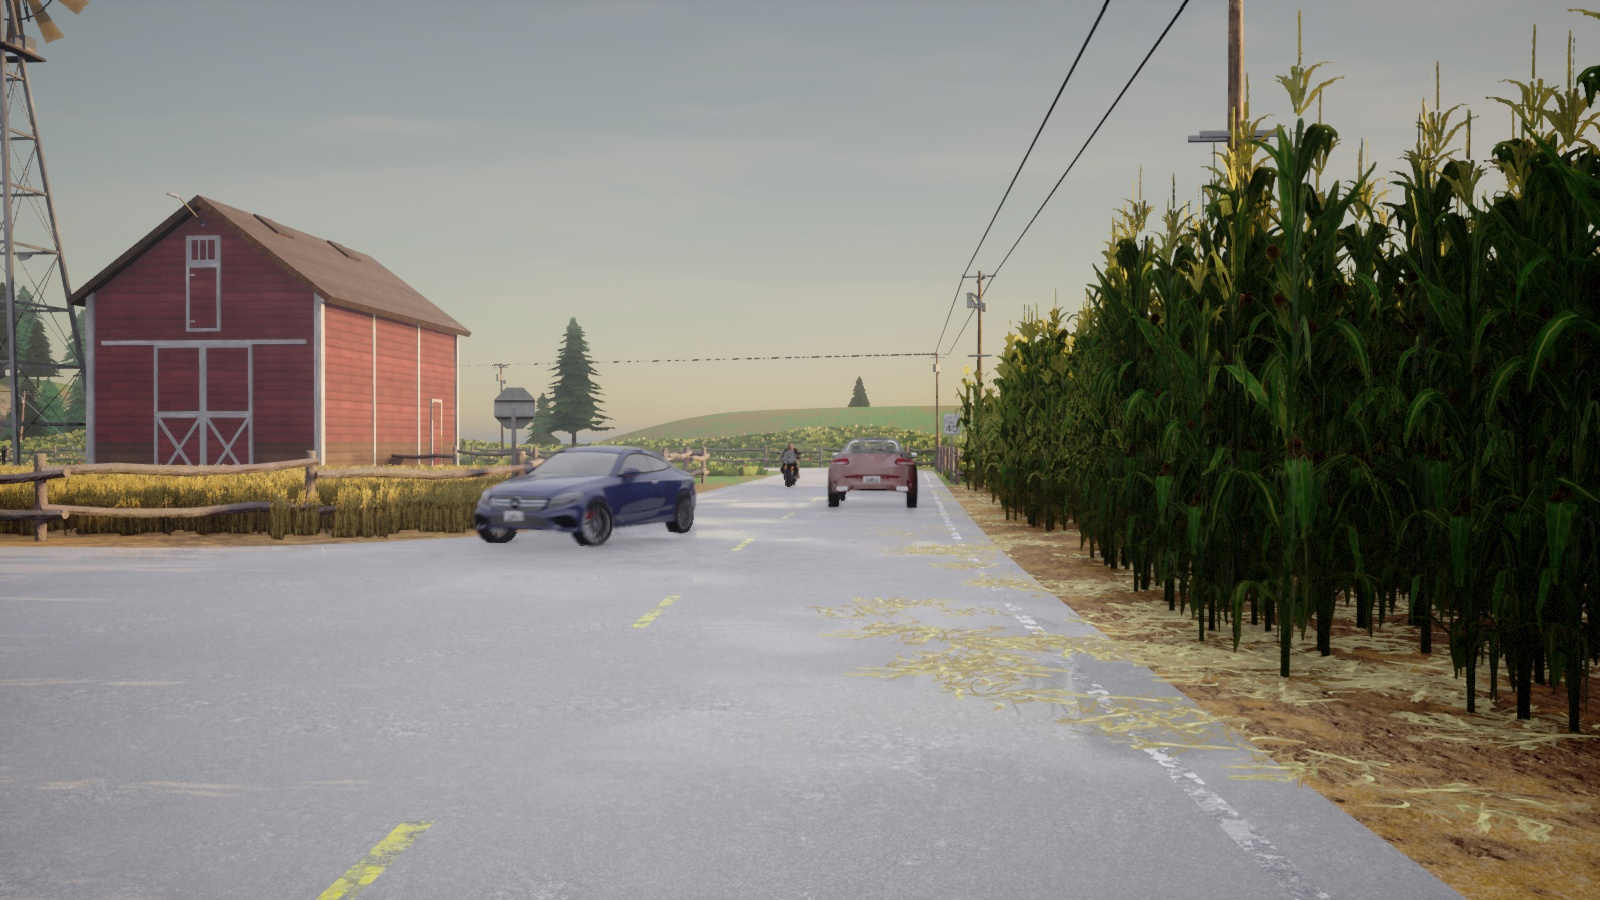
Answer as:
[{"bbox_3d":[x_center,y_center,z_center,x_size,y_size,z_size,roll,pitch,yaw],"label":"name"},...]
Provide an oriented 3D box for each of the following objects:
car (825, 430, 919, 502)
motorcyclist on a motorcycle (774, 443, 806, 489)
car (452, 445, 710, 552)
[{"bbox_3d":[1.847,0.351,31.135,2.152,1.651,5.027,0,0,5],"label":"car"},{"bbox_3d":[-0.329,0.538,43.030,0.866,1.530,2.191,0,0,5],"label":"motorcyclist on a motorcycle"},{"bbox_3d":[-3.247,0.658,19.707,1.812,1.442,4.674,1,0,22],"label":"car"}]
